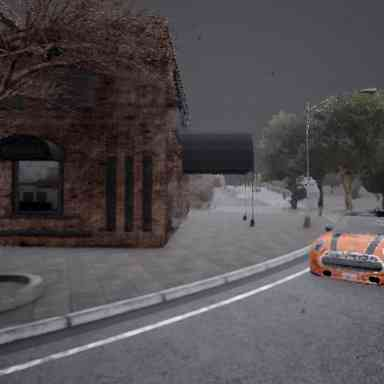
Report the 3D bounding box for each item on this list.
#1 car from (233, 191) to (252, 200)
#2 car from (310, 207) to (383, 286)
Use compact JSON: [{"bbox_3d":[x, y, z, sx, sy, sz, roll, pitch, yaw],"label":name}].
[{"bbox_3d":[14.808,1.327,92.562,4.674,1.452,2.002,-2,4,-19],"label":"car"},{"bbox_3d":[5.030,1.356,9.436,2.097,1.767,4.553,-1,0,39],"label":"car"}]
